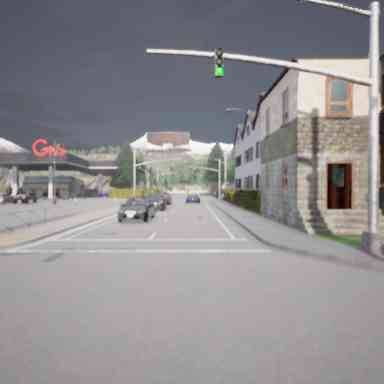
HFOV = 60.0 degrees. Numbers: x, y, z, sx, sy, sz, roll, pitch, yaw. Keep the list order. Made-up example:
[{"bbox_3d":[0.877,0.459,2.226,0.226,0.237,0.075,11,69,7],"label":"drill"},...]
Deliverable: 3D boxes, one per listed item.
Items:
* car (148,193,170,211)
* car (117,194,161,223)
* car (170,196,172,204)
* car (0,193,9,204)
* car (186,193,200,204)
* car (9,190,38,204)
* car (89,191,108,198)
[{"bbox_3d":[-3.568,0.853,31.697,2.097,1.767,4.553,0,1,0],"label":"car"},{"bbox_3d":[-3.560,1.109,21.977,2.128,1.511,4.902,0,1,1],"label":"car"},{"bbox_3d":[-3.541,0.983,41.594,1.895,1.301,4.718,0,1,1],"label":"car"},{"bbox_3d":[-25.927,0.892,45.857,1.970,1.475,3.806,0,1,0],"label":"car"},{"bbox_3d":[0.127,0.887,46.501,1.994,1.385,4.181,0,1,0],"label":"car"},{"bbox_3d":[-22.601,0.614,45.249,1.905,1.878,3.866,0,1,0],"label":"car"},{"bbox_3d":[-22.128,0.610,79.253,4.611,1.667,2.242,0,1,0],"label":"car"}]
